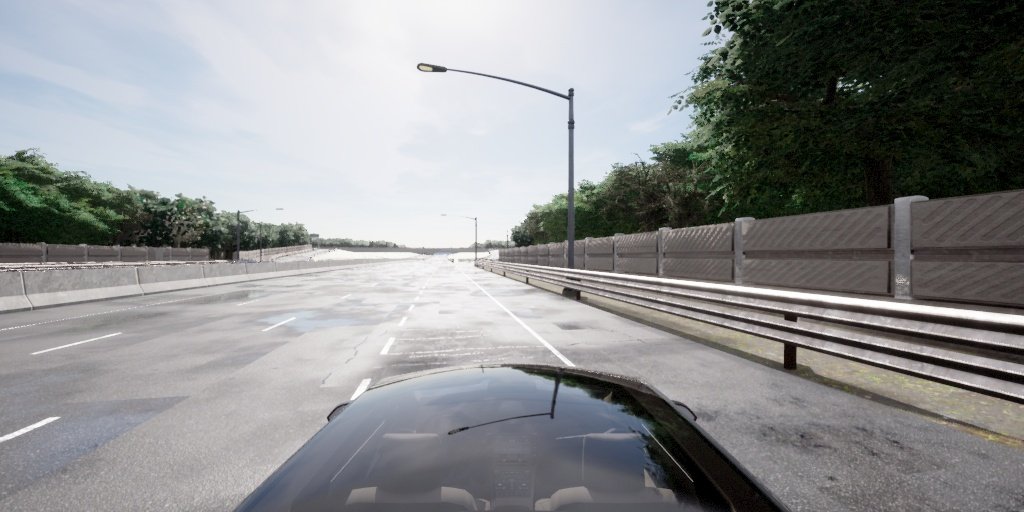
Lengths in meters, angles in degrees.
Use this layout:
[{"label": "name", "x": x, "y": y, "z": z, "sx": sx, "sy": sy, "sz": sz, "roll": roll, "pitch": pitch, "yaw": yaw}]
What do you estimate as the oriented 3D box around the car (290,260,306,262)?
[{"label": "car", "x": -30.587, "y": 1.273, "z": 51.050, "sx": 1.882, "sy": 1.535, "sz": 5.008, "roll": 0, "pitch": 0, "yaw": -10}]
